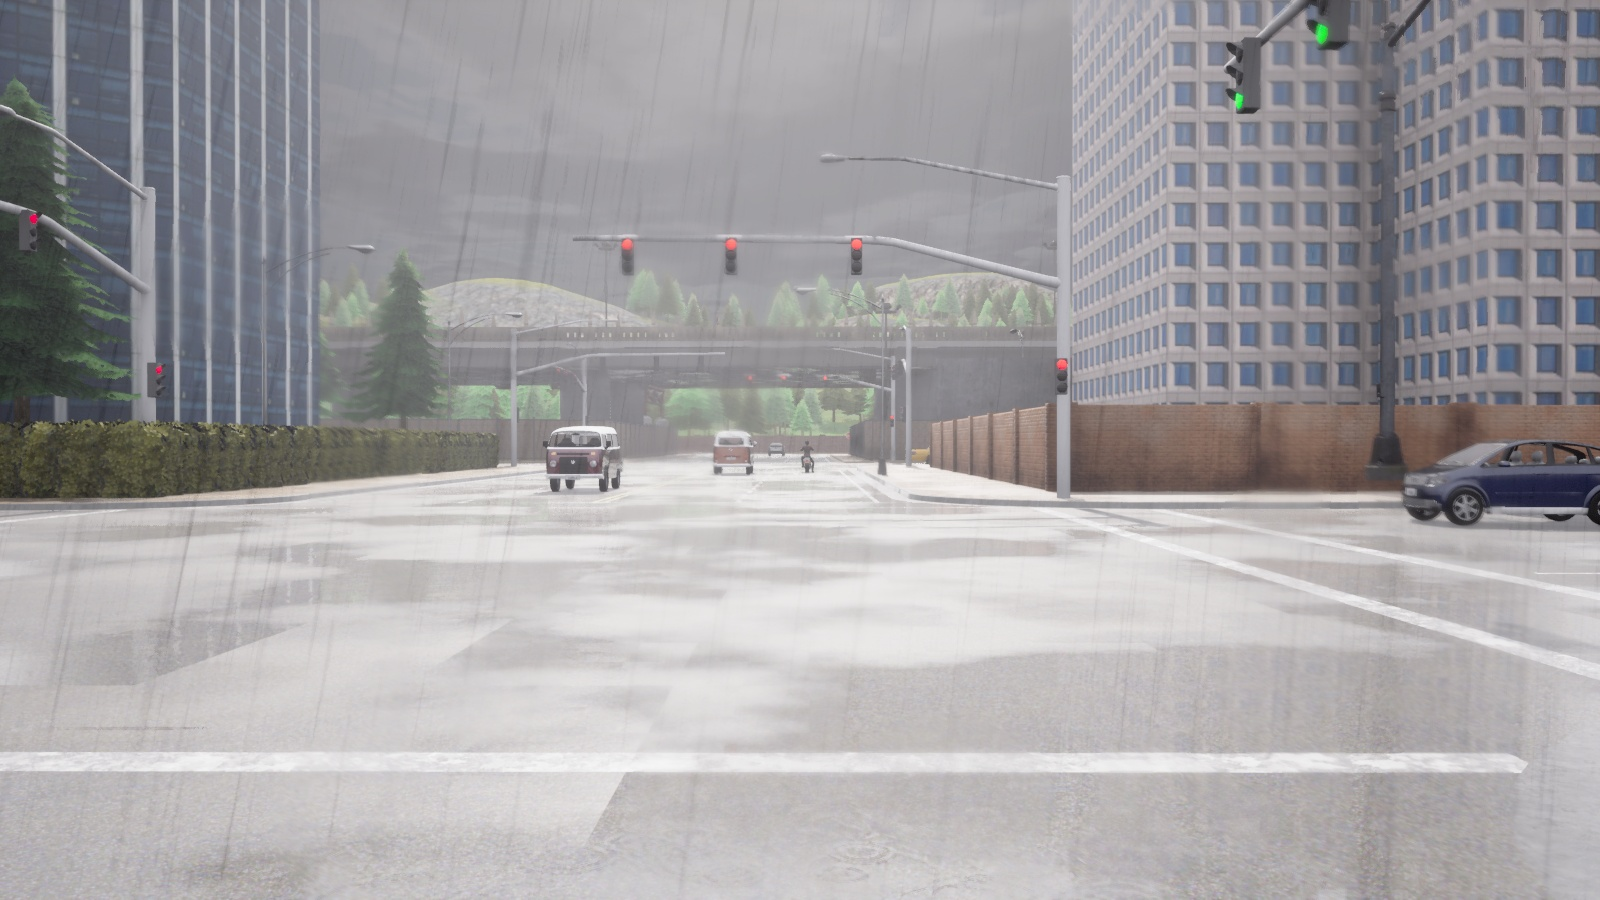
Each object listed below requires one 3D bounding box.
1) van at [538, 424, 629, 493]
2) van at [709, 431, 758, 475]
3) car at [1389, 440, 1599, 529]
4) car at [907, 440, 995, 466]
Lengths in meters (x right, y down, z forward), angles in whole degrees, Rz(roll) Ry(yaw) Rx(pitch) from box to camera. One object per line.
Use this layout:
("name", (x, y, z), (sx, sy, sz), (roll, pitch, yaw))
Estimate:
("van", (-6.770, 0.240, 39.687), (2.069, 2.038, 4.480), (0, 0, 0))
("van", (-3.158, 0.126, 60.408), (2.069, 2.038, 4.480), (0, 0, 0))
("car", (13.058, 0.606, 22.997), (3.705, 1.549, 1.789), (0, 0, 1))
("car", (9.470, 0.191, 79.023), (5.366, 1.575, 1.801), (0, 0, 3))
